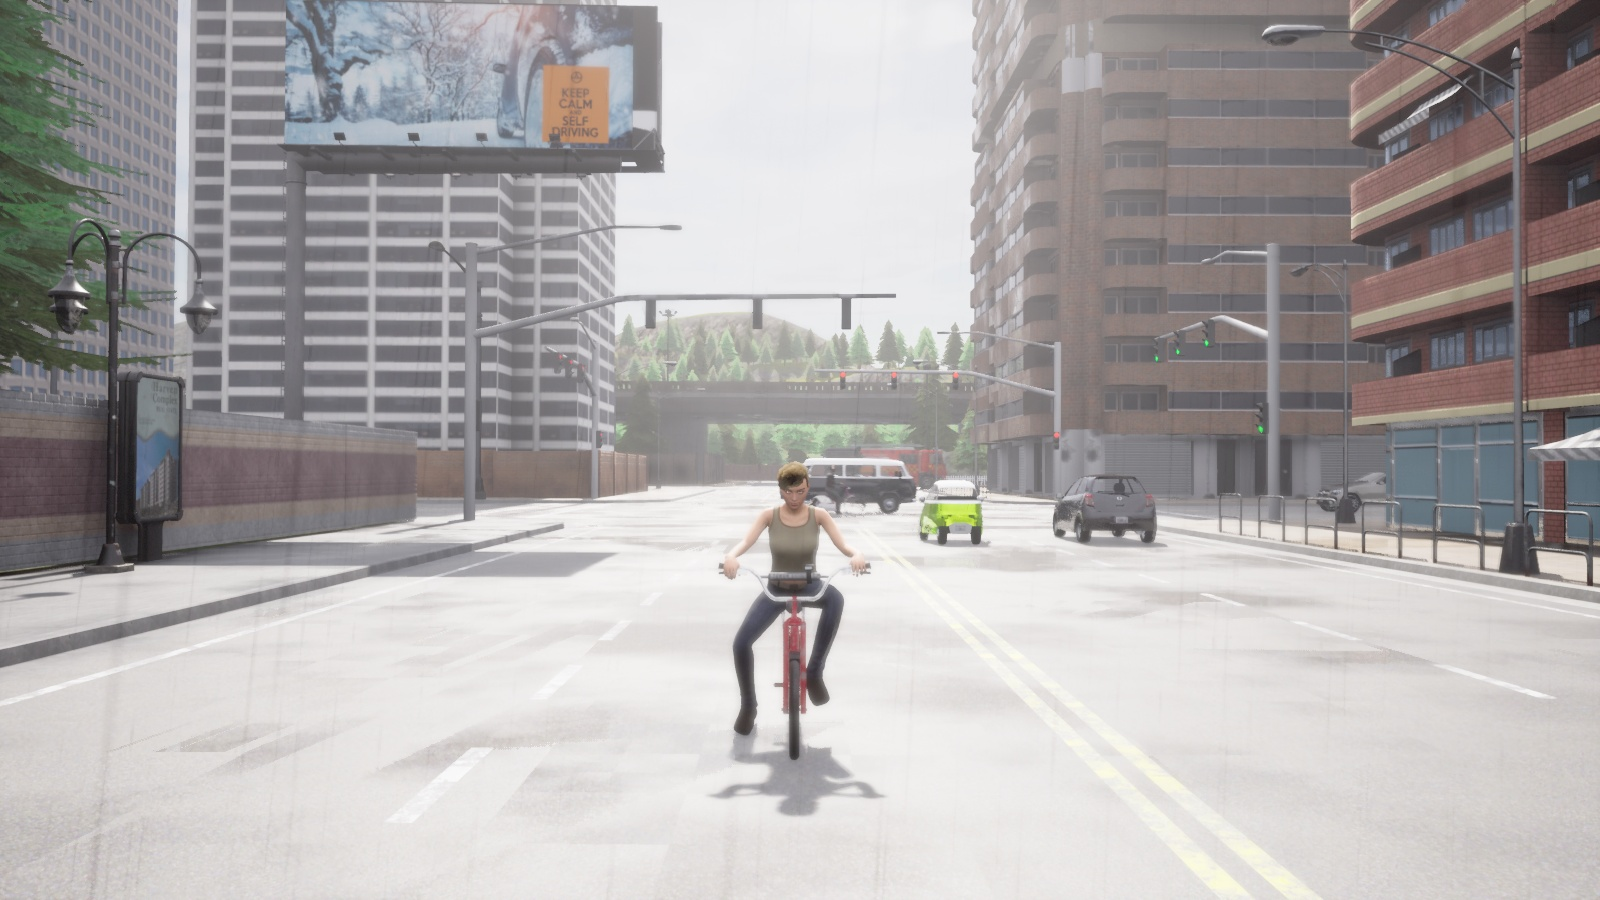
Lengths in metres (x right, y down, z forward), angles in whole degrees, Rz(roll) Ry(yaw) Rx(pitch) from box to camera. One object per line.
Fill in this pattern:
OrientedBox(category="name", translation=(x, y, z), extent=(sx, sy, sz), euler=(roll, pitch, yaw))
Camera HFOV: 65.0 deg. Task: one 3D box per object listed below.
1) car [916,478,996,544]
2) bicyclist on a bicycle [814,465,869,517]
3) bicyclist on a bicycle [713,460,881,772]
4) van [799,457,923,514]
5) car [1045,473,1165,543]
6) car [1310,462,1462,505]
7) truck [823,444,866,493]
OrientedBox(category="car", translation=(3.426, 1.322, 27.811), extent=(1.481, 1.376, 2.207), euler=(0, -1, 0))
OrientedBox(category="bicyclist on a bicycle", translation=(1.412, 1.400, 42.996), extent=(1.843, 1.776, 0.659), euler=(0, -1, 0))
OrientedBox(category="bicyclist on a bicycle", translation=(-0.027, 0.873, 7.275), extent=(0.866, 1.612, 1.509), euler=(0, -1, -1))
OrientedBox(category="van", translation=(2.195, 1.308, 46.496), extent=(4.480, 2.038, 2.069), euler=(0, -1, 0))
OrientedBox(category="car", translation=(6.923, 1.284, 28.835), extent=(1.845, 1.501, 3.633), euler=(0, -1, 0))
OrientedBox(category="car", translation=(23.241, 1.337, 49.939), extent=(5.027, 1.651, 2.152), euler=(0, -1, 0))
OrientedBox(category="truck", translation=(3.248, 1.386, 93.548), extent=(2.891, 3.462, 7.936), euler=(0, -1, 0))
